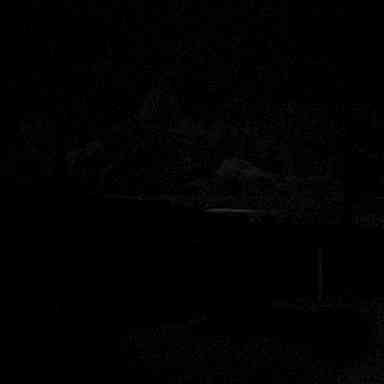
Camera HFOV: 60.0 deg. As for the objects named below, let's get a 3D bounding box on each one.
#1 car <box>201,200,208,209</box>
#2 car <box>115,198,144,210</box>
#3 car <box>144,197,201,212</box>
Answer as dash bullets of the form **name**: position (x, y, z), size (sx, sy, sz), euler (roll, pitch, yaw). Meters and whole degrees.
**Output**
- **car**: position (-0.416, 1.331, 41.114), size (4.902, 1.511, 2.128), euler (0, 0, 26)
- **car**: position (-6.721, 1.381, 40.265), size (5.357, 1.411, 2.033), euler (0, 0, 26)
- **car**: position (-2.020, 1.345, 34.116), size (5.008, 1.535, 1.882), euler (0, 0, 26)
